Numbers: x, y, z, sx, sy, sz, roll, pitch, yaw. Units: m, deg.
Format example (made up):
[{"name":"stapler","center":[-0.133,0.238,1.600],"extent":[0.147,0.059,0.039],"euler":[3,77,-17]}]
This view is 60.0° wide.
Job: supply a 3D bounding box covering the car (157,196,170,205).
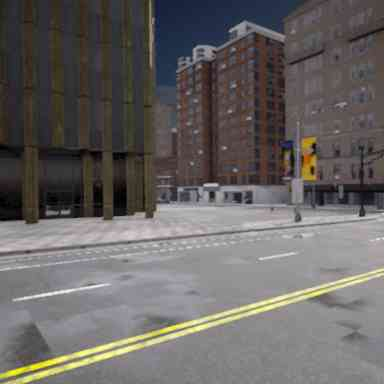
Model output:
[{"name":"car","center":[-6.206,1.617,66.897],"extent":[2.097,1.767,4.553],"euler":[-1,0,-35]}]
